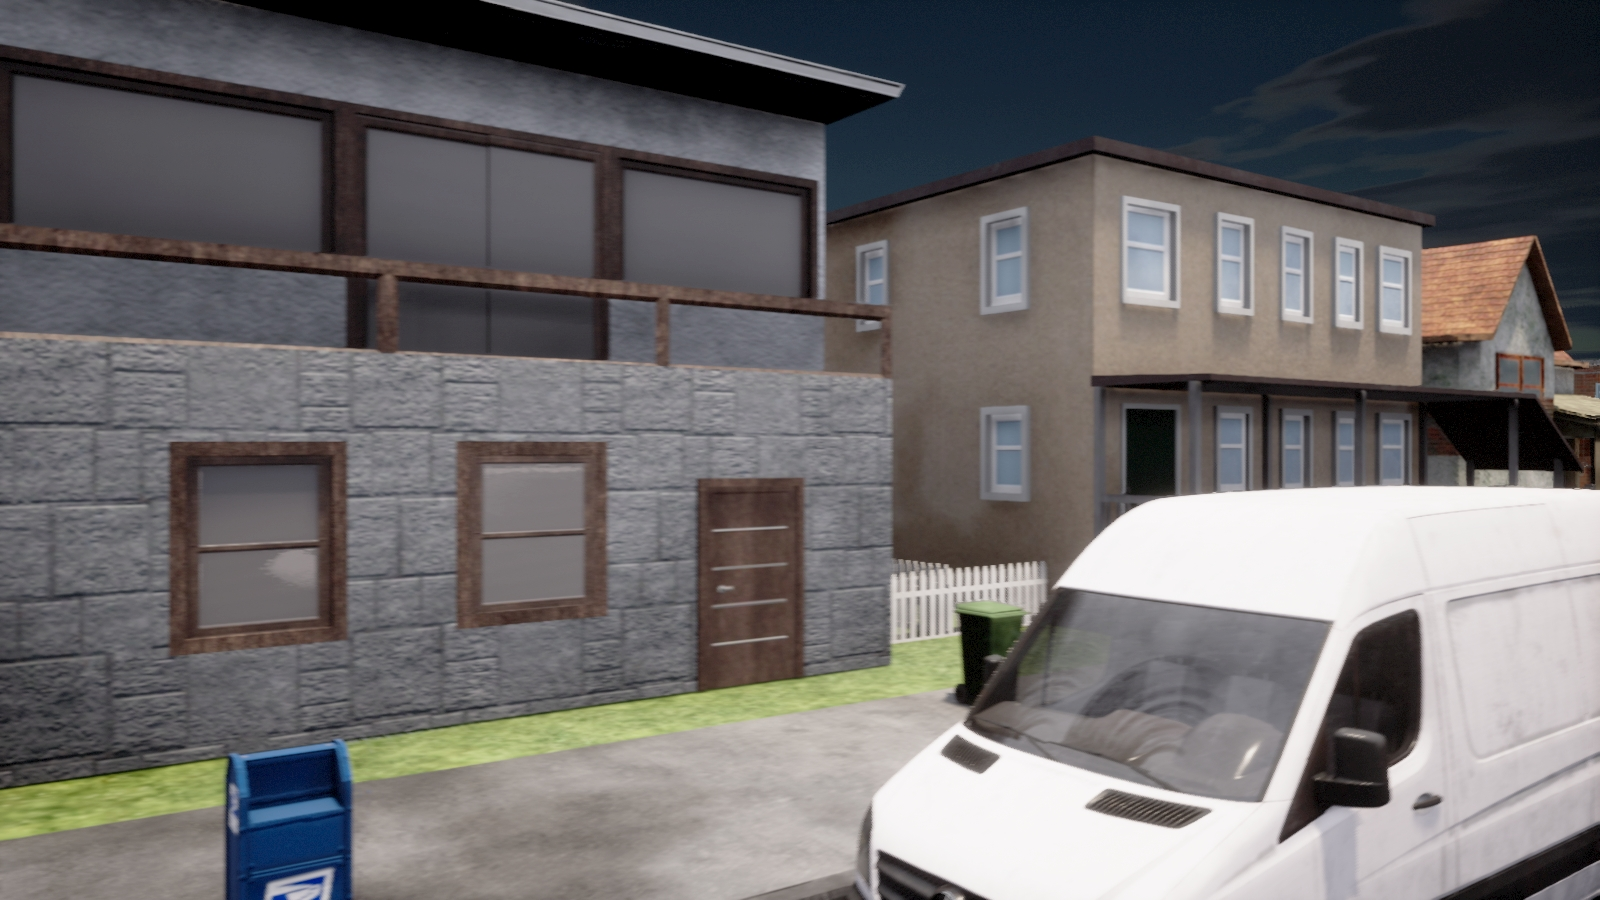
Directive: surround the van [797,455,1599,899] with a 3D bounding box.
[{"bbox_3d":[2.974,1.315,6.475,5.915,2.561,1.988,0,0,-35],"label":"van"}]
